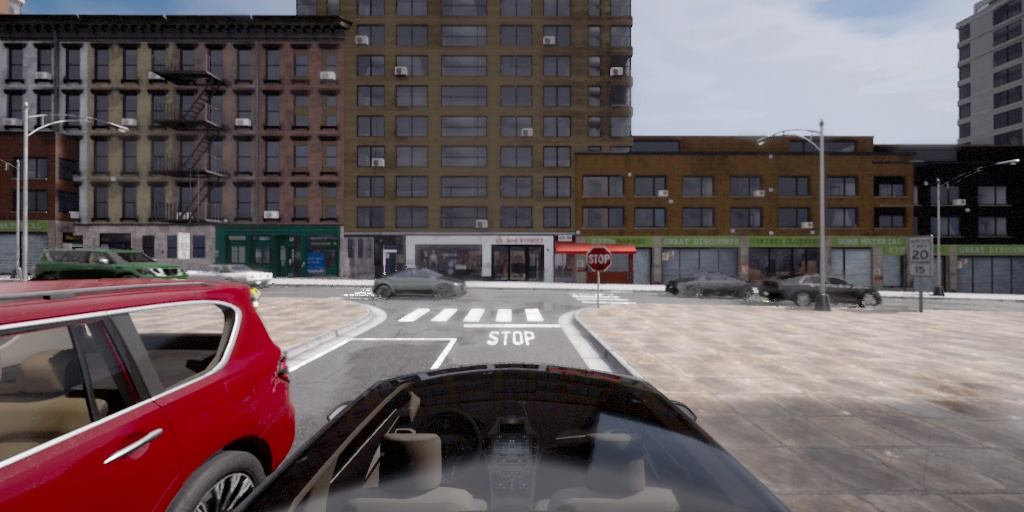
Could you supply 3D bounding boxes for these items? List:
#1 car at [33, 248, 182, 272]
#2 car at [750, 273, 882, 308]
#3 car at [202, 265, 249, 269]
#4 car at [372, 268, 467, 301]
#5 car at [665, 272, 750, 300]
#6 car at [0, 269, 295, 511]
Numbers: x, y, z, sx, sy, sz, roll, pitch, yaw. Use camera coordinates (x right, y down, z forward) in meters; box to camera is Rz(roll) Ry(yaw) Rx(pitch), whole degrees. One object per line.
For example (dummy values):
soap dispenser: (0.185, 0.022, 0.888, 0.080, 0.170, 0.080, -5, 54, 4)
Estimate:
car: (-18.383, 0.695, 16.526, 5.566, 2.045, 2.150, 1, 0, 0)
car: (14.310, 1.581, 16.766, 4.892, 1.490, 1.837, 1, 0, 1)
car: (-15.958, 1.124, 19.481, 4.718, 1.301, 1.895, 1, 0, 0)
car: (-4.202, 1.265, 16.598, 4.181, 1.385, 1.994, 1, 0, 0)
car: (10.693, 1.570, 19.618, 4.181, 1.385, 1.994, 1, 0, 0)
car: (-2.637, 1.064, 0.726, 2.192, 1.841, 5.009, 0, 0, 0)
